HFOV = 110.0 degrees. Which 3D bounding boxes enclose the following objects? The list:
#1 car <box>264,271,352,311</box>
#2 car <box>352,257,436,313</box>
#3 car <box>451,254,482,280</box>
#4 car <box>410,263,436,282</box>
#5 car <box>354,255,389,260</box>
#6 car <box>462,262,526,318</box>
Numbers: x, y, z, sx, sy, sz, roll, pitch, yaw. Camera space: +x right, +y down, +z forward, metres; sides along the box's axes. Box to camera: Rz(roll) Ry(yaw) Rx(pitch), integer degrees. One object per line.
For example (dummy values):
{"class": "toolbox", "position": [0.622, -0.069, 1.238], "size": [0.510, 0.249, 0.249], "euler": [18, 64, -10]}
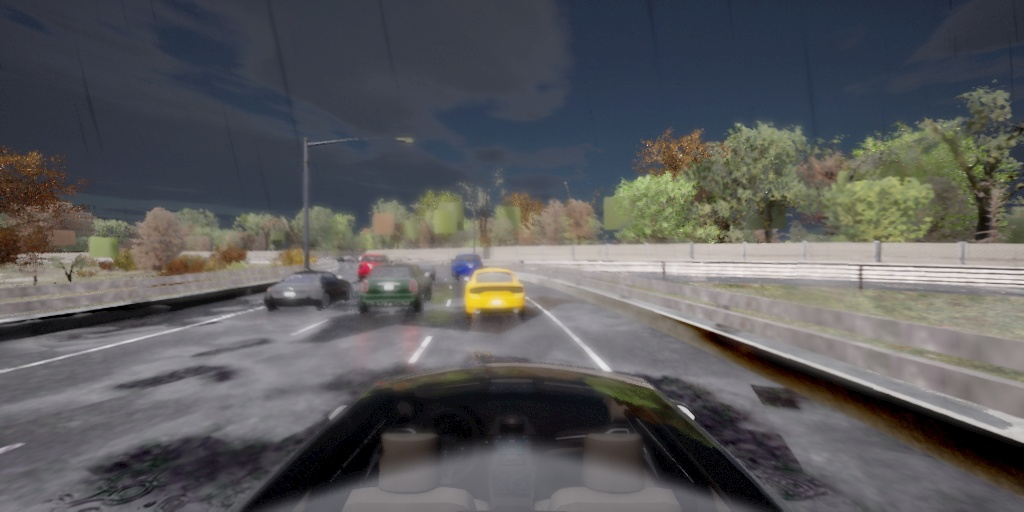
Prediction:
{"class": "car", "position": [-7.905, 1.288, 14.370], "size": [1.994, 1.385, 4.181], "euler": [0, 0, -7]}
{"class": "car", "position": [-4.363, 1.063, 14.091], "size": [2.097, 1.767, 4.553], "euler": [0, 0, -7]}
{"class": "car", "position": [-3.738, 0.863, 29.611], "size": [2.150, 2.045, 5.566], "euler": [0, 1, -14]}
{"class": "car", "position": [-7.080, 1.258, 28.550], "size": [1.895, 1.301, 4.718], "euler": [0, 0, -14]}
{"class": "car", "position": [-10.591, 0.897, 28.174], "size": [2.150, 2.045, 5.566], "euler": [0, 1, -14]}
{"class": "car", "position": [-0.697, 1.180, 12.934], "size": [1.882, 1.535, 5.008], "euler": [0, 1, -6]}
